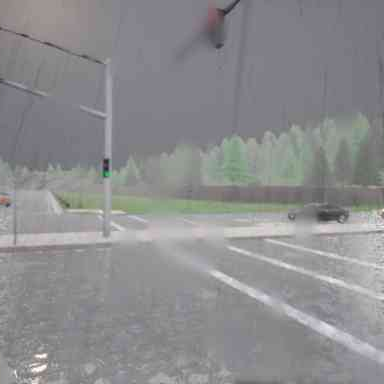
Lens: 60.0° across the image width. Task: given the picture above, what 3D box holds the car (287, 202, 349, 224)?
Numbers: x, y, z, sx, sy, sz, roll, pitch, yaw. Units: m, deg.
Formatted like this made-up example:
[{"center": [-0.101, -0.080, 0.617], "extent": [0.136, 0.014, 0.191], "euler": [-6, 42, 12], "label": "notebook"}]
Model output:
[{"center": [9.349, 1.538, 24.596], "extent": [4.892, 1.490, 1.837], "euler": [1, 0, -23], "label": "car"}]

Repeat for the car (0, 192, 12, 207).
[{"center": [-22.052, 0.758, 38.390], "extent": [2.097, 1.767, 4.553], "euler": [1, 0, -24], "label": "car"}]

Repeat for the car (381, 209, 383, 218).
[{"center": [18.517, 1.527, 28.475], "extent": [4.553, 1.767, 2.097], "euler": [1, 0, -23], "label": "car"}]
